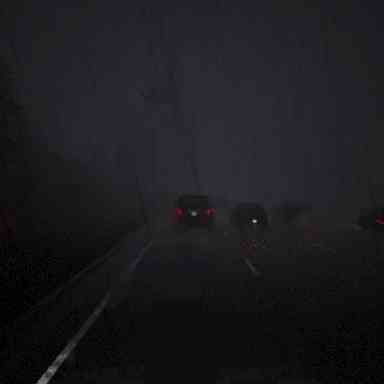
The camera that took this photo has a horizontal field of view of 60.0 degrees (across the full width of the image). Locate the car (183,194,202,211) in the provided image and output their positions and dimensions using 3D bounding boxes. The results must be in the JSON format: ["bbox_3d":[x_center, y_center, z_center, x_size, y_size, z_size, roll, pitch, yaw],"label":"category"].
[{"bbox_3d":[0.093,1.183,39.544,2.097,1.767,4.553,0,0,0],"label":"car"}]

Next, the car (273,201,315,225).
[{"bbox_3d":[7.095,1.405,23.466,1.837,1.490,4.892,0,0,0],"label":"car"}]

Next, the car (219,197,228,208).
[{"bbox_3d":[3.592,1.318,40.637,2.128,1.511,4.902,0,0,0],"label":"car"}]

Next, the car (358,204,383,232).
[{"bbox_3d":[10.598,1.489,17.578,1.994,1.385,4.181,0,0,0],"label":"car"}]

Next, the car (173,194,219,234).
[{"bbox_3d":[0.097,1.142,18.949,2.150,2.045,5.566,0,0,0],"label":"car"}]

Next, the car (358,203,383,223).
[{"bbox_3d":[14.095,1.498,23.936,1.895,1.301,4.718,0,0,0],"label":"car"}]

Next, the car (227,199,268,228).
[{"bbox_3d":[3.595,1.413,21.534,1.837,1.490,4.892,0,0,0],"label":"car"}]
